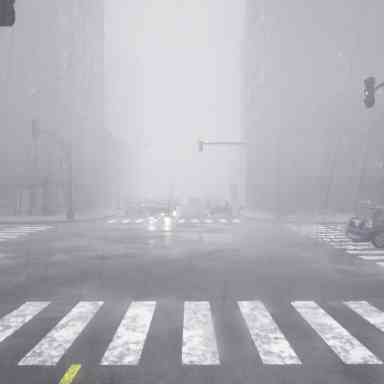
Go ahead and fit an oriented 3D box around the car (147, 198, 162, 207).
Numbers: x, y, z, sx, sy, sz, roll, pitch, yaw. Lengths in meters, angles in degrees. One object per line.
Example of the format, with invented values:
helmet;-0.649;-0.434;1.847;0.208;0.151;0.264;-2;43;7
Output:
car;-5.597;1.585;50.395;1.802;1.307;4.206;0;0;0

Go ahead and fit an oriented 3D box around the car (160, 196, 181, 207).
car;-2.875;1.603;43.147;1.895;1.301;4.718;0;0;1

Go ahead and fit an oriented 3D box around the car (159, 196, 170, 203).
car;-5.507;1.566;67.400;1.947;1.339;4.313;0;0;0

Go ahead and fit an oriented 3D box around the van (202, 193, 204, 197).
van;2.958;1.343;56.024;1.690;1.788;3.998;0;0;0

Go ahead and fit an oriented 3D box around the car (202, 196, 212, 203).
car;3.019;1.551;67.363;2.008;1.369;4.403;0;0;0

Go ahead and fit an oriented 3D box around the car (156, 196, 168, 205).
car;-5.538;1.527;61.561;1.752;1.417;4.829;0;0;0

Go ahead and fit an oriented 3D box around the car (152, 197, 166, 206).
car;-5.567;1.568;56.063;1.947;1.339;4.313;0;0;0

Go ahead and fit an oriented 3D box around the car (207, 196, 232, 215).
car;2.839;1.442;33.348;1.967;1.590;4.097;0;0;0

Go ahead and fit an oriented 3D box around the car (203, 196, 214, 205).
car;2.989;1.527;61.863;1.752;1.417;4.829;0;0;0

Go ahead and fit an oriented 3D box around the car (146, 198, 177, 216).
car;-2.929;1.602;33.164;1.895;1.301;4.718;0;0;3

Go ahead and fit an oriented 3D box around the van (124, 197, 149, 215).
van;-5.687;1.343;33.390;1.690;1.788;3.998;0;0;0

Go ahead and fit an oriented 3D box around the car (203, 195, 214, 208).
car;2.899;1.443;44.686;1.967;1.590;4.097;0;0;0

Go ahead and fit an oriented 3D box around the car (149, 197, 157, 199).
car;-5.657;1.442;39.059;1.967;1.590;4.097;0;0;0

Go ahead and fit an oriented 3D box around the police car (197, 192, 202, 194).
police car;2.781;1.420;79.454;1.930;1.638;5.238;0;0;0

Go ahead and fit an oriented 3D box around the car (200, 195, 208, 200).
car;3.138;1.557;90.040;1.947;1.339;4.313;0;0;0

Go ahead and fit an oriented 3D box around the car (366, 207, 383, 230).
car;13.642;1.615;20.676;4.718;1.301;1.895;0;0;0

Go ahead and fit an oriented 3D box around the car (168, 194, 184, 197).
car;-2.811;1.550;53.837;2.033;1.411;5.357;0;0;1

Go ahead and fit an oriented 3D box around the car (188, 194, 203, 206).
car;0.378;1.508;53.558;1.837;1.490;4.892;0;0;0

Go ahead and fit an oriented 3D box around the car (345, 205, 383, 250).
car;9.016;1.367;13.948;4.553;1.767;2.097;0;0;0
